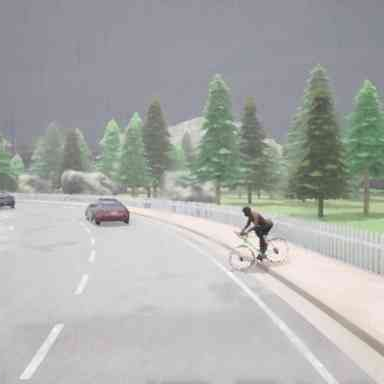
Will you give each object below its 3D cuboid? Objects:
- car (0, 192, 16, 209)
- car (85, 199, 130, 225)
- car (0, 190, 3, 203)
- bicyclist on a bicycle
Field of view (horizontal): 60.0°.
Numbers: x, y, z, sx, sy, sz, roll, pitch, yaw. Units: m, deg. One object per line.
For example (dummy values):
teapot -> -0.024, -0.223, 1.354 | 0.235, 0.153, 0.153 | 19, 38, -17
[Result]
car -> -18.258, 0.779, 31.195 | 4.902, 1.511, 2.128 | 1, 2, 42
car -> -5.166, 1.096, 20.033 | 1.994, 1.385, 4.181 | -1, 1, -26
car -> -25.246, 0.564, 40.073 | 5.008, 1.535, 1.882 | 1, 1, 28
bicyclist on a bicycle -> 1.666, 1.154, 8.554 | 1.656, 1.620, 0.582 | -10, 3, -11
